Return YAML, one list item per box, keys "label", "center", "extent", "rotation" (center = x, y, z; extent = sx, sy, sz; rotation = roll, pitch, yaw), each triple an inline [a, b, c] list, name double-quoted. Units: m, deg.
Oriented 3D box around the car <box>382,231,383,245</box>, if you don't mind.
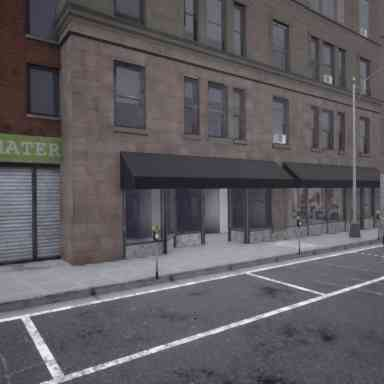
- label: "car"
  center: [9.271, 1.540, 13.189]
  extent: [4.507, 1.381, 1.887]
  rotation: [0, -1, -36]
